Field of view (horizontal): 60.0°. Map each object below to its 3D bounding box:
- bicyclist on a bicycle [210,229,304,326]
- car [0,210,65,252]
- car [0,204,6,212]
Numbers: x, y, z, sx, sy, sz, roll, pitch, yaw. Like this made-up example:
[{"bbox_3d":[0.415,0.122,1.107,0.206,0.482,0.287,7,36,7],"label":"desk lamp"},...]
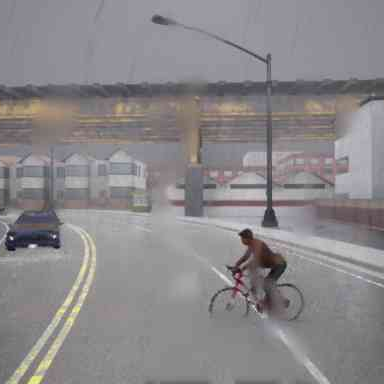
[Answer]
[{"bbox_3d":[1.093,1.442,5.607,1.656,1.620,0.582,-2,1,-7],"label":"bicyclist on a bicycle"},{"bbox_3d":[-6.450,1.473,14.010,2.033,1.411,5.357,0,0,-21],"label":"car"},{"bbox_3d":[-24.618,1.837,39.860,5.357,1.411,2.033,-1,-2,28],"label":"car"}]
